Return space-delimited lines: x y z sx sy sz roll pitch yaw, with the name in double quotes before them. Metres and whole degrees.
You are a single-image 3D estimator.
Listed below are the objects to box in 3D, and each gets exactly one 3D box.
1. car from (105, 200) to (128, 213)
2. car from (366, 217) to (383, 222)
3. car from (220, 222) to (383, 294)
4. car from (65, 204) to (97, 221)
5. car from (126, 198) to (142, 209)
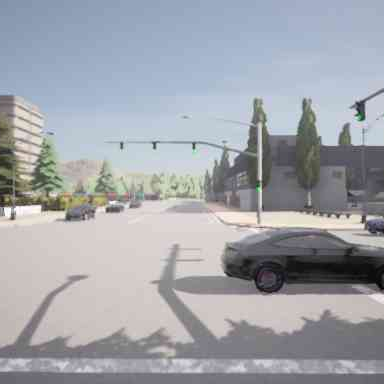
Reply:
"car" -10.617 2.215 46.104 1.895 1.301 4.718 0 -1 0
"car" 12.476 1.782 19.213 4.674 1.442 1.812 0 -1 0
"car" 3.066 1.642 8.533 4.674 1.442 1.812 0 -1 0
"car" -10.615 1.932 32.058 1.837 1.490 4.892 0 0 0
"car" -10.564 2.334 62.279 1.837 1.490 4.892 0 -1 1
